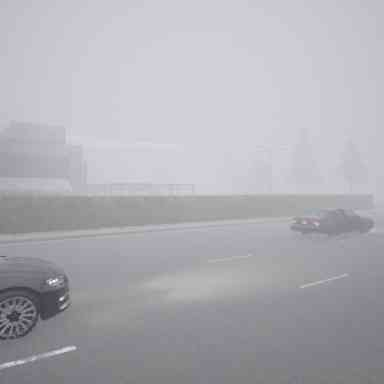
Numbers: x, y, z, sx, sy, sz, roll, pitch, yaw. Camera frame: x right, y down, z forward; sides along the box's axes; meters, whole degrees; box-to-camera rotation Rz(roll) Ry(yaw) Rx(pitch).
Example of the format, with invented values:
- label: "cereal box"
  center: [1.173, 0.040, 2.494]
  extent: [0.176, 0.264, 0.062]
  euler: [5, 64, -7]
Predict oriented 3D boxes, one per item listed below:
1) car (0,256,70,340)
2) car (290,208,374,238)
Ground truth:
- label: "car"
  center: [-4.409, 1.491, 4.902]
  extent: [4.902, 1.511, 2.128]
  euler: [0, 0, -35]
- label: "car"
  center: [7.523, 1.547, 17.697]
  extent: [5.357, 1.411, 2.033]
  euler: [0, 0, -35]
